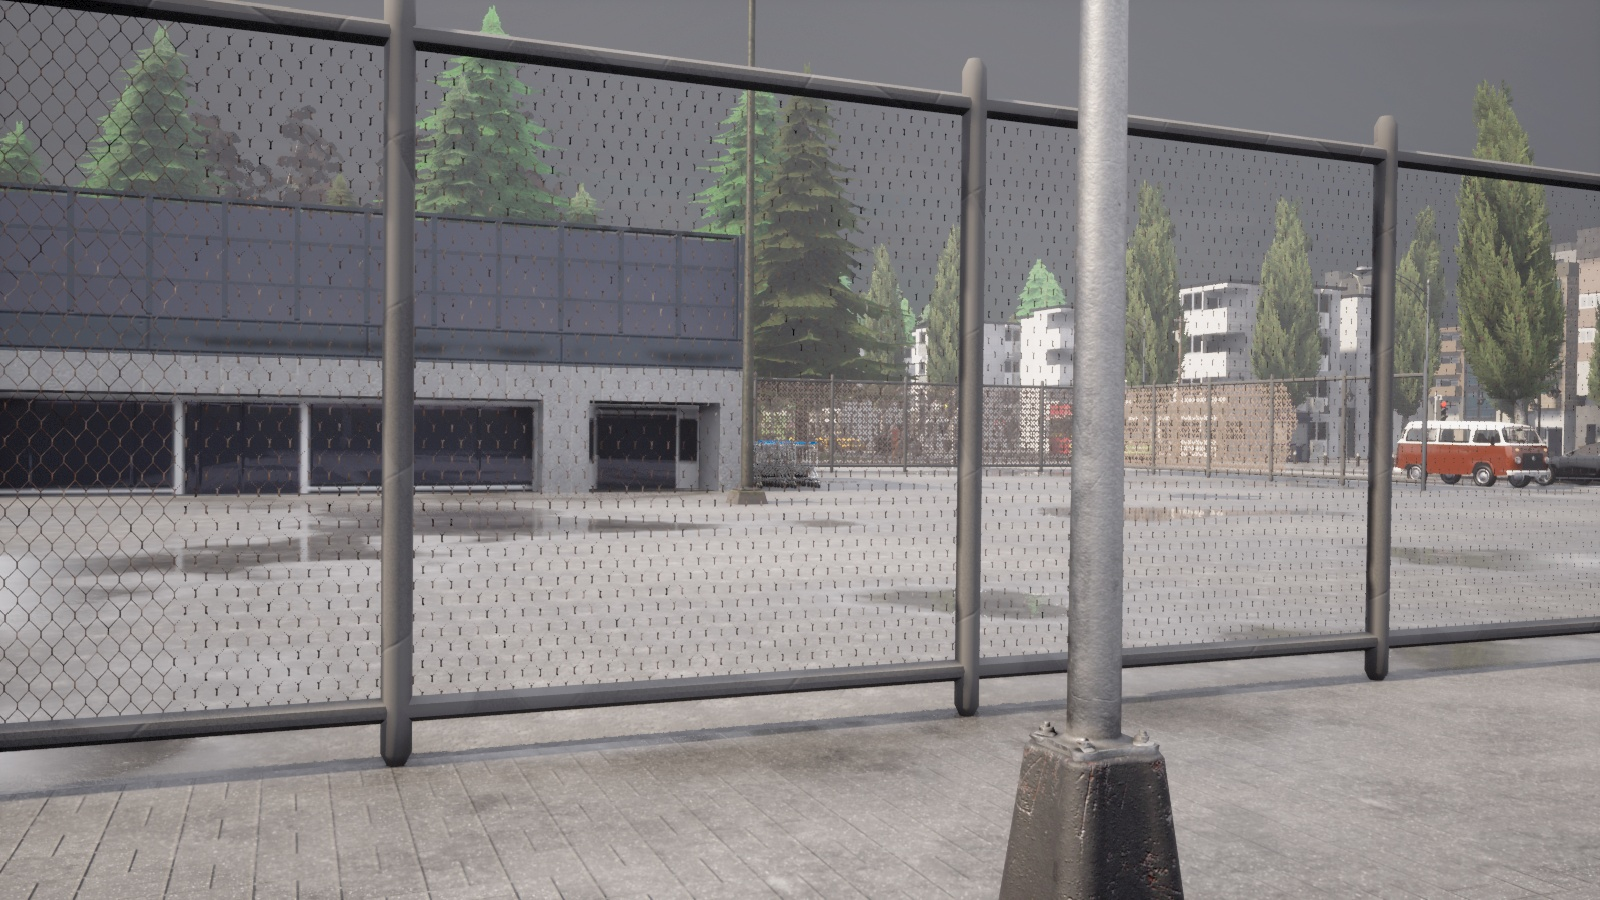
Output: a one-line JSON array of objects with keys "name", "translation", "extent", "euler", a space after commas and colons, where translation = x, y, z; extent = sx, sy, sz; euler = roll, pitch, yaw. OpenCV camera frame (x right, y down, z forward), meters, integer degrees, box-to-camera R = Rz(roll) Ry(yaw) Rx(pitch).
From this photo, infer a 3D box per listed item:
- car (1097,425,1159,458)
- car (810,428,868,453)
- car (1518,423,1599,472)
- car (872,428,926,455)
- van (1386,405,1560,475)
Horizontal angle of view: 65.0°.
[{"name": "car", "translation": [15.844, -0.417, 60.899], "extent": [2.007, 1.525, 4.514], "euler": [0, 1, 2]}, {"name": "car", "translation": [2.559, -0.657, 83.993], "extent": [1.801, 1.575, 5.366], "euler": [-1, 1, -22]}, {"name": "car", "translation": [25.242, -0.109, 39.003], "extent": [2.163, 1.488, 4.792], "euler": [-1, 1, -22]}, {"name": "car", "translation": [5.938, -0.520, 75.749], "extent": [1.789, 1.549, 3.705], "euler": [-1, 1, -21]}, {"name": "van", "translation": [20.856, -0.340, 39.152], "extent": [2.069, 2.038, 4.480], "euler": [-1, 1, -22]}]
